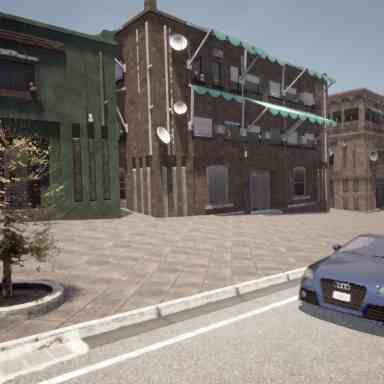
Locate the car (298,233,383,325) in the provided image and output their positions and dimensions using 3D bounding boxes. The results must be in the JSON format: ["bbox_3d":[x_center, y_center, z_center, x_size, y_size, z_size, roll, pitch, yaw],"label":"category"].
[{"bbox_3d":[4.049,1.600,6.924,4.181,1.385,1.994,1,-1,-40],"label":"car"}]
